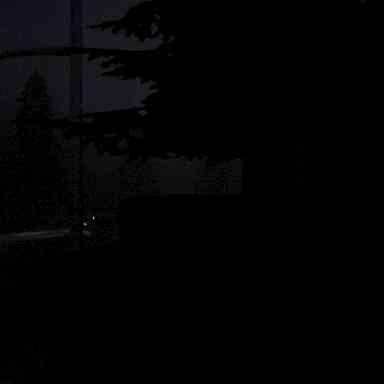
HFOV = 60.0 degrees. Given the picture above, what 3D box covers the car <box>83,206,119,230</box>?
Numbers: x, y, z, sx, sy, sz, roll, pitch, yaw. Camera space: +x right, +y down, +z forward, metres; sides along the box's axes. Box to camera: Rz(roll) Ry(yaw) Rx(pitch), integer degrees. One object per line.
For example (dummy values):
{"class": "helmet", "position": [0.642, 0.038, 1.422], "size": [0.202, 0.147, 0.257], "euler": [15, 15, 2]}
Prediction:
{"class": "car", "position": [-5.019, 1.586, 21.412], "size": [1.895, 1.301, 4.718], "euler": [0, 0, 36]}
